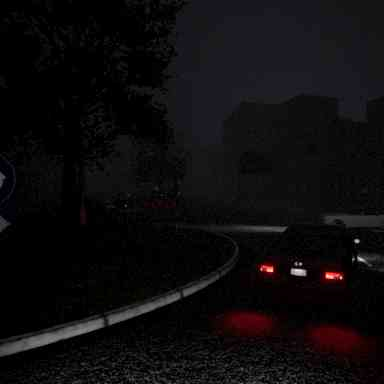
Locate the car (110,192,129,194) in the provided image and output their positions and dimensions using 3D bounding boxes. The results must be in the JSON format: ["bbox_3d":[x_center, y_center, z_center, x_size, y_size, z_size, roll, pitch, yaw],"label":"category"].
[{"bbox_3d":[-10.903,1.114,50.207,1.994,1.385,4.181,0,1,-11],"label":"car"}]

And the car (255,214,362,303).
[{"bbox_3d":[3.110,1.532,8.416,2.033,1.411,5.357,0,0,27],"label":"car"}]

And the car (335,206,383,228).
[{"bbox_3d":[9.840,1.510,19.100,4.718,1.301,1.895,-2,0,13],"label":"car"}]

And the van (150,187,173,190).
[{"bbox_3d":[-5.646,0.433,66.716,4.442,1.987,1.878,0,1,-6],"label":"van"}]

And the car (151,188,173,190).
[{"bbox_3d":[-5.210,0.602,63.993,4.553,1.767,2.185,0,1,-6],"label":"car"}]

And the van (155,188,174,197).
[{"bbox_3d":[-6.431,0.142,77.485,4.442,1.987,1.878,0,2,-4],"label":"van"}]

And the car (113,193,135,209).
[{"bbox_3d":[-8.344,1.276,40.475,1.837,1.490,4.892,0,1,-18],"label":"car"}]

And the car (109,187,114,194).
[{"bbox_3d":[-23.815,-0.053,91.638,2.163,1.488,4.792,0,2,0],"label":"car"}]

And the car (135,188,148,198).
[{"bbox_3d":[-10.903,0.545,72.165,2.128,1.511,4.902,0,2,-5],"label":"car"}]

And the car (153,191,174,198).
[{"bbox_3d":[-6.335,0.485,74.780,4.674,1.452,2.002,0,2,-4],"label":"car"}]

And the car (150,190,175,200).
[{"bbox_3d":[-4.958,0.796,61.253,4.892,1.521,2.231,0,1,-6],"label":"car"}]

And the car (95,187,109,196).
[{"bbox_3d":[-23.671,0.084,86.148,2.097,1.535,5.008,0,2,-2],"label":"car"}]

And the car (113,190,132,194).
[{"bbox_3d":[-12.568,0.869,60.111,2.033,1.411,5.357,0,1,-6],"label":"car"}]

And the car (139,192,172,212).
[{"bbox_3d":[-4.201,1.195,37.552,2.097,1.767,4.553,0,1,-21],"label":"car"}]

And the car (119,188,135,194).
[{"bbox_3d":[-13.708,0.552,69.974,1.882,1.535,5.008,0,2,-5],"label":"car"}]

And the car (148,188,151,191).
[{"bbox_3d":[-5.795,0.338,69.459,5.566,2.045,2.435,0,2,-6],"label":"car"}]
